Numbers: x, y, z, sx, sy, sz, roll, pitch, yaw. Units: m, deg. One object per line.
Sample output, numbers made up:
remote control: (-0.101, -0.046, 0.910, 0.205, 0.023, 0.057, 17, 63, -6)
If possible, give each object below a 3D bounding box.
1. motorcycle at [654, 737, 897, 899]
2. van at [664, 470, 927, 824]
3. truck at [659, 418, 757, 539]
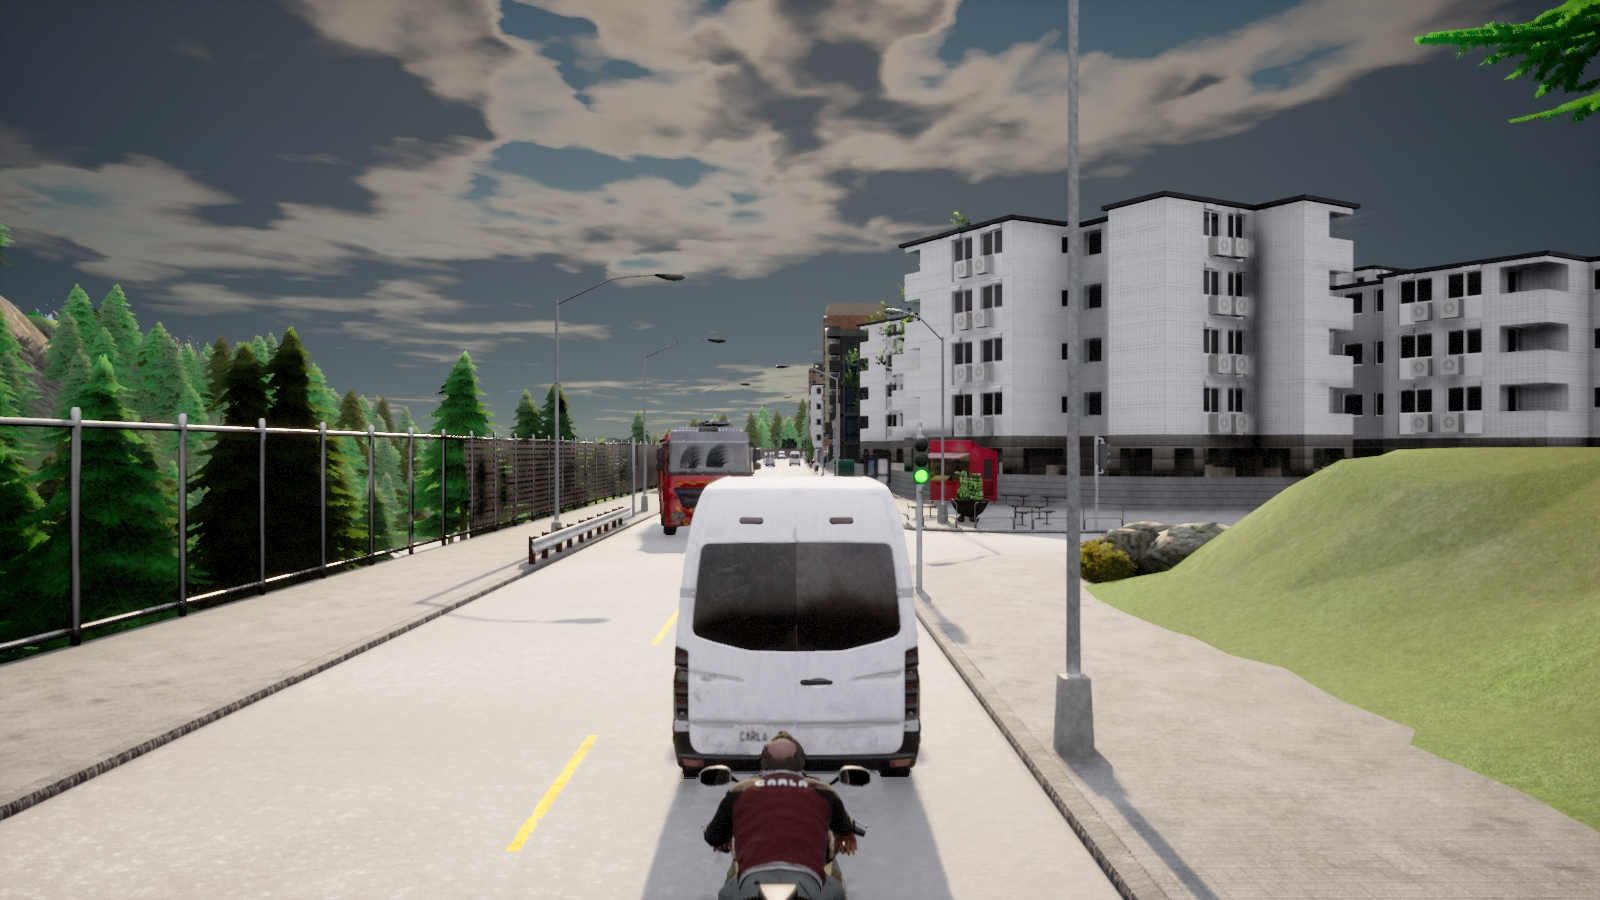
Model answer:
motorcycle: (-0.080, 2.207, 5.195, 0.867, 1.251, 2.209, 0, 0, 0)
van: (-0.040, 1.539, 11.601, 1.988, 2.561, 5.915, 0, 0, 0)
truck: (-3.433, 0.902, 40.397, 2.891, 3.827, 8.468, 0, 0, -8)
